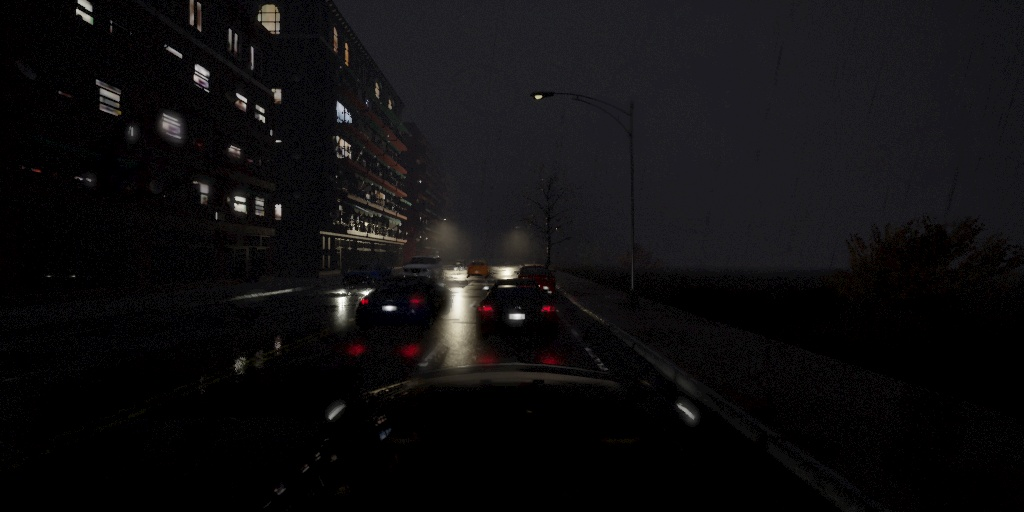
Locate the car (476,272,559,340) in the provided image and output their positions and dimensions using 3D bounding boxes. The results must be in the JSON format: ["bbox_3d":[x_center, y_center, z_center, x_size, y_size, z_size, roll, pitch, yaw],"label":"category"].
[{"bbox_3d":[0.114,1.315,9.976,1.994,1.385,4.181,0,0,0],"label":"car"}]

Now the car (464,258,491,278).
[{"bbox_3d":[-3.099,1.229,34.034,1.882,1.535,5.008,0,0,0],"label":"car"}]

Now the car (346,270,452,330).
[{"bbox_3d":[-3.139,1.314,11.173,1.994,1.385,4.181,0,0,0],"label":"car"}]

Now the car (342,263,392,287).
[{"bbox_3d":[-9.816,1.230,24.640,1.882,1.535,5.008,0,0,0],"label":"car"}]

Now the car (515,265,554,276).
[{"bbox_3d":[1.163,1.230,18.896,1.882,1.535,5.008,0,0,0],"label":"car"}]

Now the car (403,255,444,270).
[{"bbox_3d":[-6.562,0.973,27.017,2.150,2.045,5.566,0,0,0],"label":"car"}]
